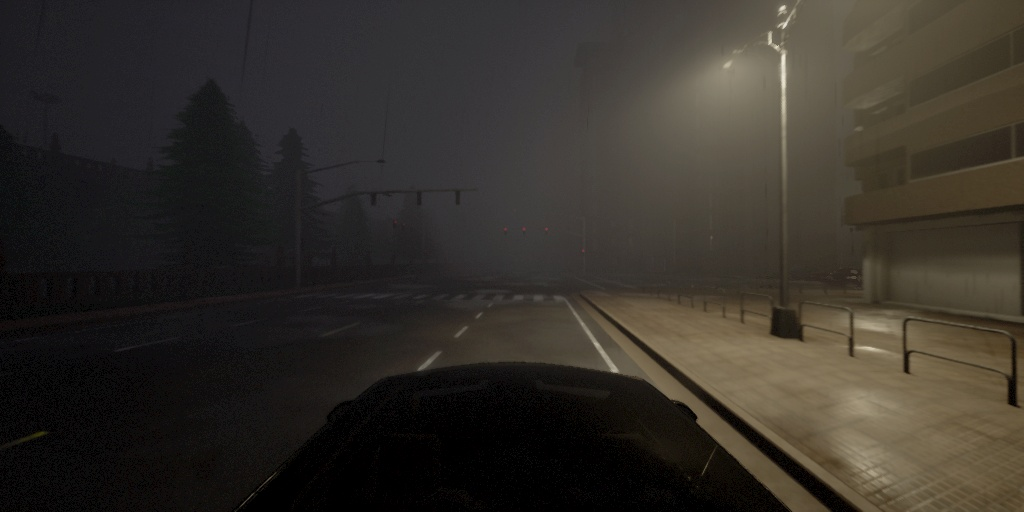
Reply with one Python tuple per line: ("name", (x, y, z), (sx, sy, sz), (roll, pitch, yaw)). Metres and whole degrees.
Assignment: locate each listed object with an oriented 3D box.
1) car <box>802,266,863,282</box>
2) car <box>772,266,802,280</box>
("car", (32.000, 1.812, 35.203), (4.892, 1.490, 1.837), (0, -1, 4))
("car", (30.968, 1.827, 38.776), (5.008, 1.535, 1.882), (0, -1, 4))
